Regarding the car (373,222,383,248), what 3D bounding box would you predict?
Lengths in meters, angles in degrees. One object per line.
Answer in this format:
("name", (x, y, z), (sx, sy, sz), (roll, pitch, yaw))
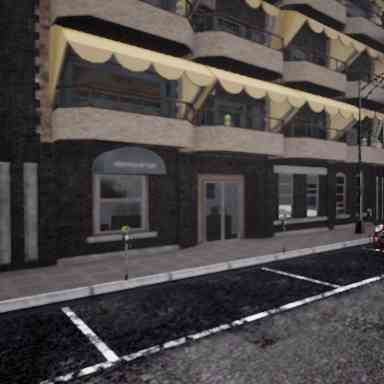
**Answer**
("car", (8.751, 1.339, 12.806), (4.097, 1.590, 1.967), (0, 0, -36))
